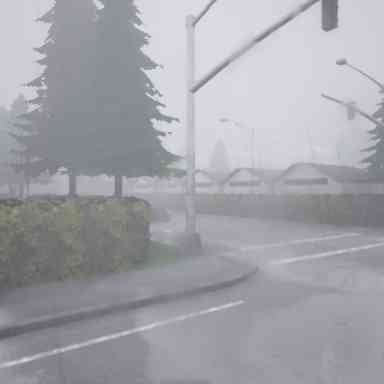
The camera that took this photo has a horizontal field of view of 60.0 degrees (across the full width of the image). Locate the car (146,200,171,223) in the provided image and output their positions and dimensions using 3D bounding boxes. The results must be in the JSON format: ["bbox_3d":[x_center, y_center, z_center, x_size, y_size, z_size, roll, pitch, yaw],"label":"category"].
[{"bbox_3d":[-3.438,1.366,24.714,2.097,1.767,4.553,0,0,-36],"label":"car"}]
